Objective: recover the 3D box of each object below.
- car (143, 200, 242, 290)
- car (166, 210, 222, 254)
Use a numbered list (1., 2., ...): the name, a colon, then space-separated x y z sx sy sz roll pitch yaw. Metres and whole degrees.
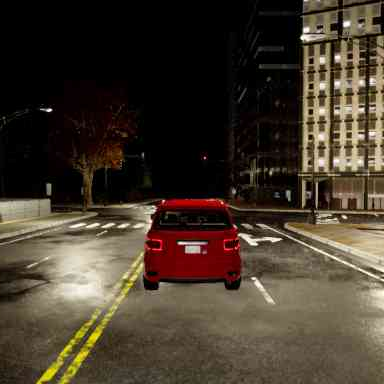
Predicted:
1. car: -0.020 1.218 9.188 2.150 2.045 5.566 0 0 -1
2. car: 0.066 1.560 14.127 1.994 1.385 4.181 0 0 0
